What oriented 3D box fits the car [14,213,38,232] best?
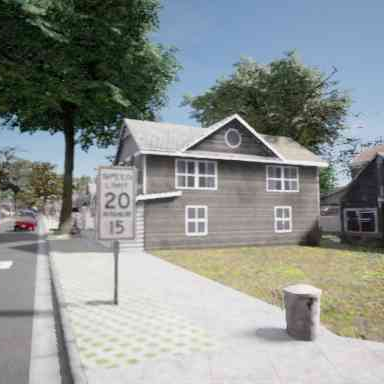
[{"bbox_3d":[-17.715,3.351,35.316,1.882,1.535,5.008,1,-3,-24],"label":"car"}]

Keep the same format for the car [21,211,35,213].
[{"bbox_3d":[-21.987,3.610,44.573,2.150,2.045,5.566,1,-3,-24],"label":"car"}]
